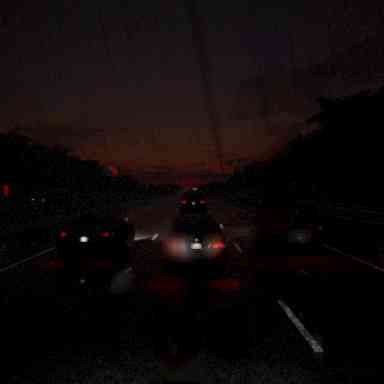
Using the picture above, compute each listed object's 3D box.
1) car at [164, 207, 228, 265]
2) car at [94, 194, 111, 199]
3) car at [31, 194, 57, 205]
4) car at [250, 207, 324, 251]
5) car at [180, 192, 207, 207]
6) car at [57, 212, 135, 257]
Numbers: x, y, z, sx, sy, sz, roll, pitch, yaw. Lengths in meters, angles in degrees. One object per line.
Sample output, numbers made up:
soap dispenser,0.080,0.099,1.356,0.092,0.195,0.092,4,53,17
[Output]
car,0.110,1.438,11.137,2.033,1.411,5.357,0,0,0
car,-13.951,0.889,52.127,1.812,1.442,4.674,0,0,0
car,-21.004,1.068,47.331,2.097,1.767,4.553,0,0,1
car,3.611,1.352,13.454,1.882,1.535,5.008,0,0,0
car,0.128,1.011,29.767,2.150,2.045,5.566,0,0,0
car,-3.388,1.445,12.428,1.994,1.385,4.181,0,0,0
